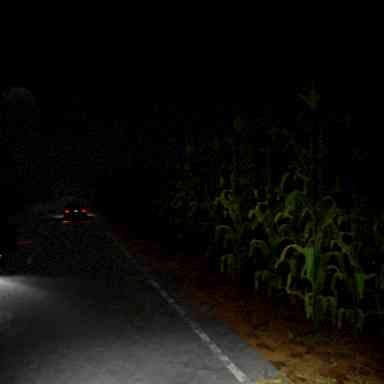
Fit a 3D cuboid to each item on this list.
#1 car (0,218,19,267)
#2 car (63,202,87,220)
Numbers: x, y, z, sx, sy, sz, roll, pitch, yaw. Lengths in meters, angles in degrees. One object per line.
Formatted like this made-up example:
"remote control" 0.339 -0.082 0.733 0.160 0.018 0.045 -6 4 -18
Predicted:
"car" -7.262 1.628 11.452 2.033 1.411 5.357 -1 0 -20
"car" -10.050 1.582 28.732 2.033 1.411 5.357 -1 0 -20
